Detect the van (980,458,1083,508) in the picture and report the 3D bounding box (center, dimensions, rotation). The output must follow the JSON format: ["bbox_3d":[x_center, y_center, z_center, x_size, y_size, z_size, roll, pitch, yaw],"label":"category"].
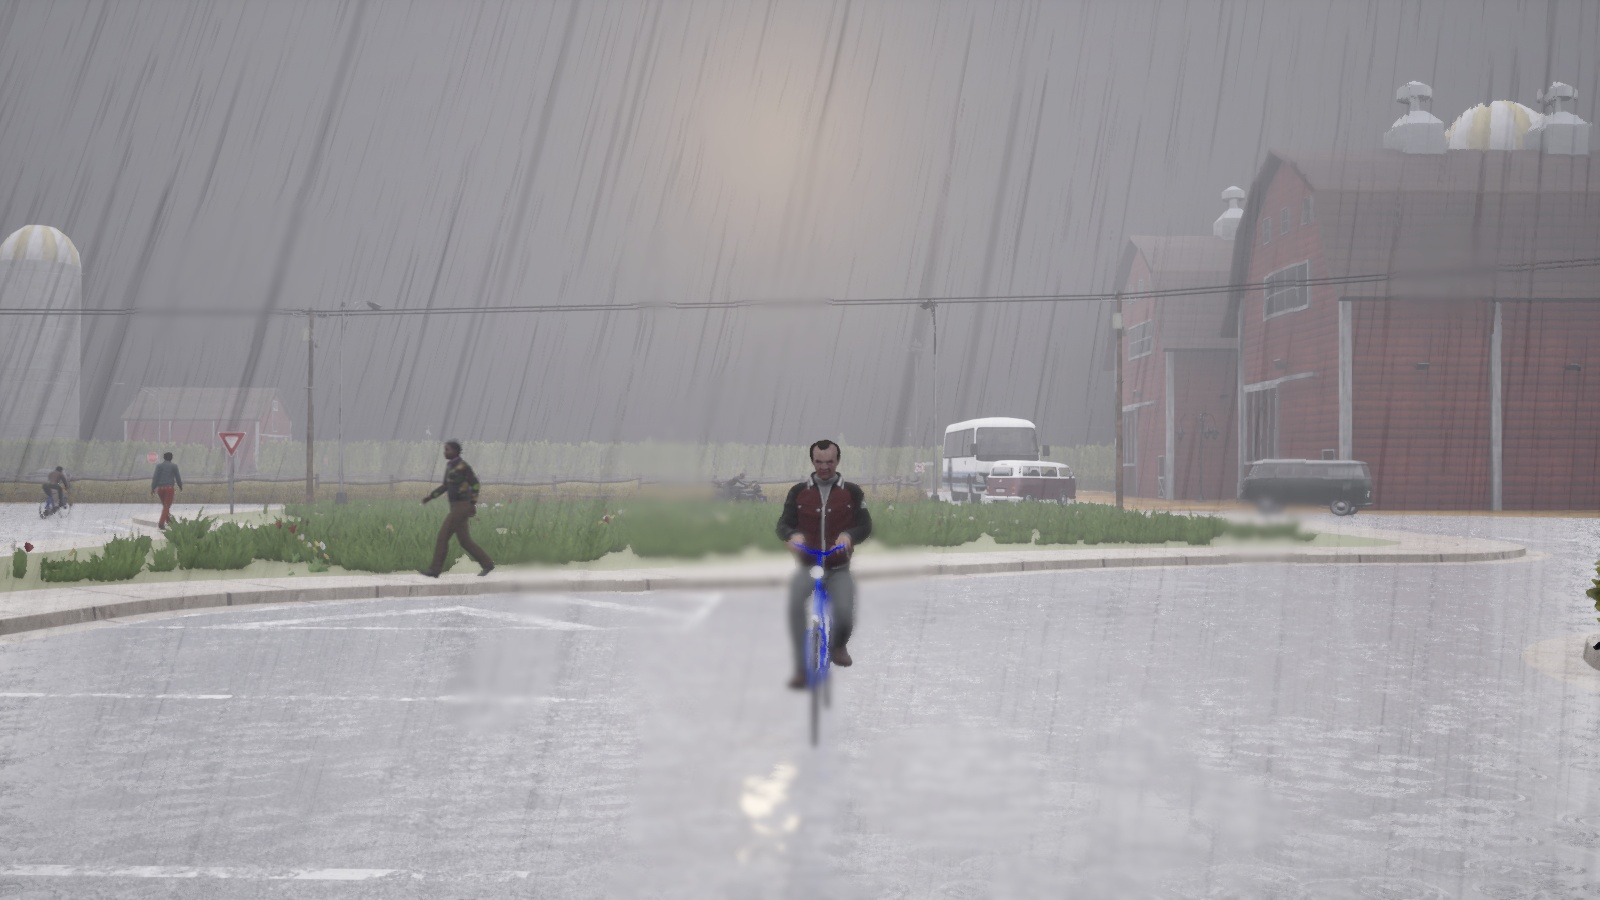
[{"bbox_3d":[9.962,1.395,53.885,4.480,2.038,2.069,1,-2,-43],"label":"van"}]

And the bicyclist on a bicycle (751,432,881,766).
[{"bbox_3d":[0.143,0.813,7.654,0.659,1.776,1.843,0,-1,5],"label":"bicyclist on a bicycle"}]

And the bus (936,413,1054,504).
[{"bbox_3d":[9.684,0.470,63.888,3.944,4.253,10.273,0,-1,-3],"label":"bus"}]

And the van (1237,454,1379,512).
[{"bbox_3d":[18.232,1.193,45.163,4.442,1.987,1.775,-1,-1,34],"label":"van"}]

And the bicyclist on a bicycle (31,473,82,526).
[{"bbox_3d":[-22.942,1.509,38.772,0.582,1.620,1.656,0,-1,-1],"label":"bicyclist on a bicycle"}]

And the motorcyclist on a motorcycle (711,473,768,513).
[{"bbox_3d":[-2.370,1.691,49.642,2.191,1.530,0.866,0,-1,0],"label":"motorcyclist on a motorcycle"}]

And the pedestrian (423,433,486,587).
[{"bbox_3d":[-4.429,0.758,16.105,0.692,1.930,0.395,0,-1,-33],"label":"pedestrian"}]

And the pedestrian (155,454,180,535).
[{"bbox_3d":[-14.521,1.012,28.838,0.353,1.847,0.614,0,-1,-10],"label":"pedestrian"}]
